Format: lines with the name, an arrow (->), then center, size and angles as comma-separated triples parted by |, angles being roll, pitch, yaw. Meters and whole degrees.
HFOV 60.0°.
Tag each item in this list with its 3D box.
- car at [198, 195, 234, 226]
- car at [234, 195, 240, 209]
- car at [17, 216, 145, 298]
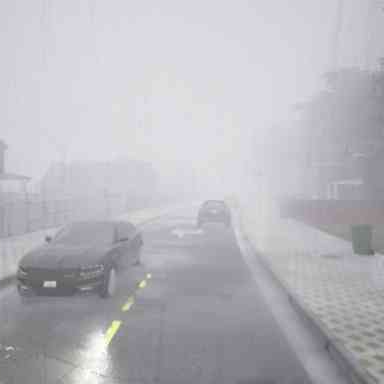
car -> 1.620, 1.286, 22.889 | 2.097, 1.767, 4.553 | 0, 0, 7
car -> 4.941, 1.169, 42.222 | 2.097, 1.767, 4.553 | 1, 1, 12
car -> -2.521, 1.451, 8.692 | 1.882, 1.535, 5.008 | 0, 0, 3
